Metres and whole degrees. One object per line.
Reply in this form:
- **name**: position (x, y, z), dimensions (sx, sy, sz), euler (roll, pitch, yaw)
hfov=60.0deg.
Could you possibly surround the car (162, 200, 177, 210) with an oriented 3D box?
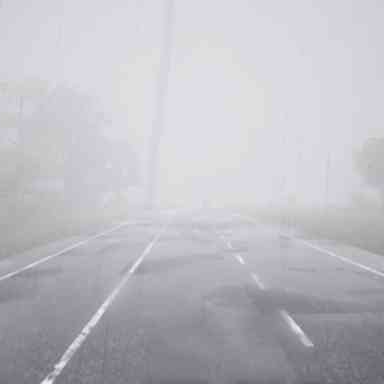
- **car**: position (-3.461, 2.042, 51.955), dimensions (2.128, 1.511, 4.902), euler (-1, -1, 4)

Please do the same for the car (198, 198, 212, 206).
- **car**: position (2.914, 2.068, 66.884), dimensions (2.128, 1.511, 4.902), euler (-1, -1, -1)

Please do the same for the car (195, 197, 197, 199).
- **car**: position (2.669, 2.331, 93.991), dimensions (1.837, 1.490, 4.892), euler (-1, -1, -1)
